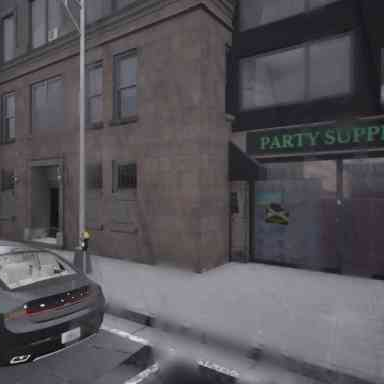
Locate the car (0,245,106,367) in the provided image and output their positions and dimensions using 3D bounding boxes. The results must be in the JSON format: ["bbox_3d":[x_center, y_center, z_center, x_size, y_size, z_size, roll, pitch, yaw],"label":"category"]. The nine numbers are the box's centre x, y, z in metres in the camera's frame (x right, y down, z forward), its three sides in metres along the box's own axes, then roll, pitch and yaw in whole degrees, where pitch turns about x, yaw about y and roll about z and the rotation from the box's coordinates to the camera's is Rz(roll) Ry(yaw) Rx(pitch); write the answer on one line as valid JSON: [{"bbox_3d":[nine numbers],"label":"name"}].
[{"bbox_3d":[-3.282,1.551,5.416,4.403,1.369,2.008,0,0,35],"label":"car"}]
